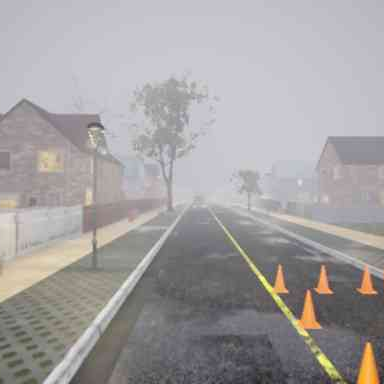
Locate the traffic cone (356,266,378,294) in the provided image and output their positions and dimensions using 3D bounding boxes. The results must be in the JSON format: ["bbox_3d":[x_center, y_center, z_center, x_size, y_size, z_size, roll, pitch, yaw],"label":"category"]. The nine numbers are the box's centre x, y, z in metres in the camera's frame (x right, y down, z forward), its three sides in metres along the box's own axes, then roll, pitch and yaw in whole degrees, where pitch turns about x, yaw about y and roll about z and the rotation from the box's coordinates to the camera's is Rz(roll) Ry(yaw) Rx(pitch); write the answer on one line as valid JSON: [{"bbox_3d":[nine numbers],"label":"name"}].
[{"bbox_3d":[4.034,2.006,7.681,0.340,0.580,0.340,1,0,1],"label":"traffic cone"}]

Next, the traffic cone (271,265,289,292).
[{"bbox_3d":[2.035,1.988,7.714,0.340,0.580,0.340,1,0,1],"label":"traffic cone"}]

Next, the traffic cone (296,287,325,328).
[{"bbox_3d":[2.002,1.983,5.714,0.340,0.580,0.340,1,0,1],"label":"traffic cone"}]

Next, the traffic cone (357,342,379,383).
[{"bbox_3d":[1.970,1.978,3.714,0.340,0.580,0.340,1,0,1],"label":"traffic cone"}]

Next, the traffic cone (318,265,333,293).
[{"bbox_3d":[3.035,1.997,7.697,0.340,0.580,0.340,1,0,1],"label":"traffic cone"}]

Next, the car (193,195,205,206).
[{"bbox_3d":[1.392,1.558,65.111,2.150,2.045,5.566,1,-1,1],"label":"car"}]
